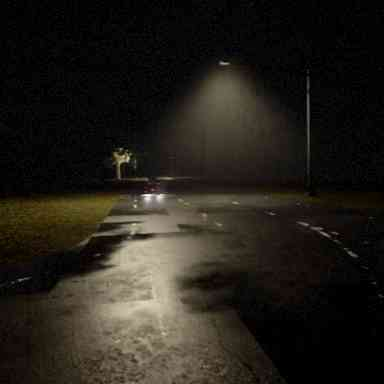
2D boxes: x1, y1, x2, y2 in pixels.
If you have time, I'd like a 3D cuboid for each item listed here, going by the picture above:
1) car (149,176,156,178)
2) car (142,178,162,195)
[{"bbox_3d":[-8.538,-2.649,72.326,1.812,1.442,4.674,-2,4,-2],"label":"car"},{"bbox_3d":[-4.381,-0.492,36.175,1.994,1.385,4.181,-2,4,-9],"label":"car"}]
